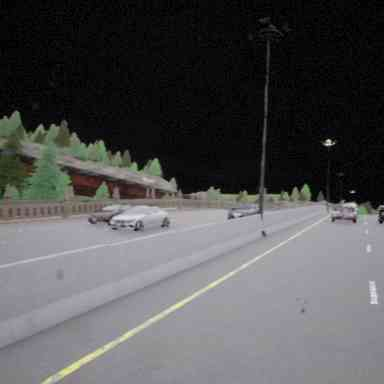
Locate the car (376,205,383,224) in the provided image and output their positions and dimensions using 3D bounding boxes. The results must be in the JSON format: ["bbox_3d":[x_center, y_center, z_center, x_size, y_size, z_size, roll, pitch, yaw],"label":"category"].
[{"bbox_3d":[16.611,1.847,27.744,2.128,1.511,4.902,1,0,27],"label":"car"}]

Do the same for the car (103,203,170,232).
[{"bbox_3d":[-3.038,1.573,20.599,1.812,1.442,4.674,1,0,27],"label":"car"}]

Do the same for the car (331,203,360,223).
[{"bbox_3d":[13.409,1.918,29.172,1.895,1.301,4.718,1,0,27],"label":"car"}]

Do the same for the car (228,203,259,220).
[{"bbox_3d":[4.534,1.677,27.655,2.128,1.511,4.902,1,0,27],"label":"car"}]

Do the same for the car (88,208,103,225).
[{"bbox_3d":[-5.305,1.556,23.843,1.812,1.442,4.674,1,0,27],"label":"car"}]
